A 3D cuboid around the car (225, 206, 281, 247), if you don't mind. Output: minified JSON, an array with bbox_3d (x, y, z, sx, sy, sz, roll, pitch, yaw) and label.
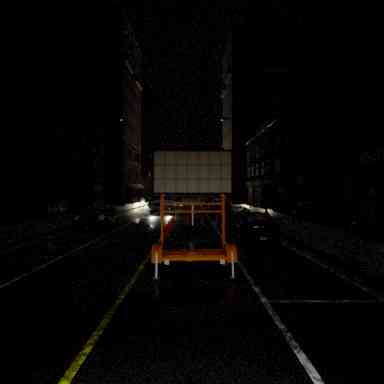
[{"bbox_3d":[2.739,1.550,14.933,2.008,1.369,4.403,-1,0,0],"label":"car"}]

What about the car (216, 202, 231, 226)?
[{"bbox_3d":[2.734,1.545,20.438,1.887,1.381,4.507,-1,0,0],"label":"car"}]

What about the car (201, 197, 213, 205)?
[{"bbox_3d":[2.701,1.568,58.974,1.887,1.381,4.507,-1,0,0],"label":"car"}]

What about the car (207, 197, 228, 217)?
[{"bbox_3d":[2.723,1.445,31.449,1.967,1.590,4.097,-1,0,0],"label":"car"}]

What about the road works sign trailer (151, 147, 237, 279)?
[{"bbox_3d":[0.016,0.463,10.034,2.380,3.560,2.880,0,0,-3],"label":"road works sign trailer"}]

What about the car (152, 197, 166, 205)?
[{"bbox_3d":[-5.824,1.588,58.967,1.947,1.339,4.313,-1,0,0],"label":"car"}]

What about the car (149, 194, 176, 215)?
[{"bbox_3d":[-3.131,1.227,34.801,2.150,2.045,5.566,0,0,0],"label":"car"}]

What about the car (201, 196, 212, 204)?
[{"bbox_3d":[2.697,1.572,64.479,1.887,1.381,4.507,-1,0,0],"label":"car"}]

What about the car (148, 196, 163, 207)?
[{"bbox_3d":[-5.820,1.458,53.462,1.967,1.590,4.097,-1,0,0],"label":"car"}]

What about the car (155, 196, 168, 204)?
[{"bbox_3d":[-5.828,1.578,64.472,2.008,1.369,4.403,-1,0,0],"label":"car"}]

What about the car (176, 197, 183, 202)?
[{"bbox_3d":[-3.063,1.665,74.006,1.895,1.301,4.718,0,0,0],"label":"car"}]

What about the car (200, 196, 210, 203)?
[{"bbox_3d":[2.692,1.577,69.985,1.887,1.381,4.507,-1,0,0],"label":"car"}]

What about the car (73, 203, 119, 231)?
[{"bbox_3d":[-5.792,1.440,20.431,1.967,1.590,4.097,-1,0,0],"label":"car"}]

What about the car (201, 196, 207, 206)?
[{"bbox_3d":[2.706,1.584,53.469,1.947,1.339,4.313,-1,0,0],"label":"car"}]

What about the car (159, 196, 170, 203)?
[{"bbox_3d":[-5.833,1.577,69.978,1.887,1.381,4.507,-1,0,0],"label":"car"}]

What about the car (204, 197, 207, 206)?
[{"bbox_3d":[2.720,1.552,36.954,1.887,1.381,4.507,-1,0,0],"label":"car"}]
